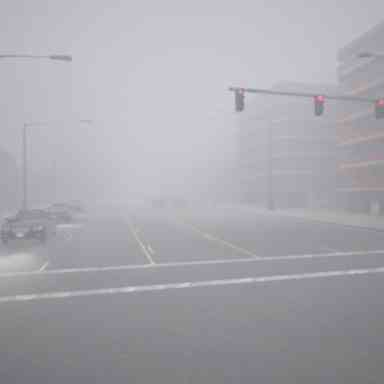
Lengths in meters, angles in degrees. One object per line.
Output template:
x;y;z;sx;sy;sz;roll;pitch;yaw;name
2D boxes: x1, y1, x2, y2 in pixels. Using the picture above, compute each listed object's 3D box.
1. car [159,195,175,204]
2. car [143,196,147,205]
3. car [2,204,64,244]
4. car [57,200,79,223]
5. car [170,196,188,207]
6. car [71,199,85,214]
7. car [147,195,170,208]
-4.726;1.389;62.653;2.128;1.511;4.902;0;0;-14;car
-7.491;1.413;58.854;1.837;1.490;4.892;0;0;-14;car
-8.167;1.645;17.075;2.128;1.511;4.902;0;0;-14;car
-10.581;1.651;26.938;1.812;1.442;4.674;0;0;-14;car
-1.926;1.476;51.278;1.994;1.385;4.181;0;0;-14;car
-13.021;1.546;36.928;1.882;1.535;5.008;0;0;-14;car
-5.009;1.423;48.726;1.882;1.535;5.008;0;0;-14;car
